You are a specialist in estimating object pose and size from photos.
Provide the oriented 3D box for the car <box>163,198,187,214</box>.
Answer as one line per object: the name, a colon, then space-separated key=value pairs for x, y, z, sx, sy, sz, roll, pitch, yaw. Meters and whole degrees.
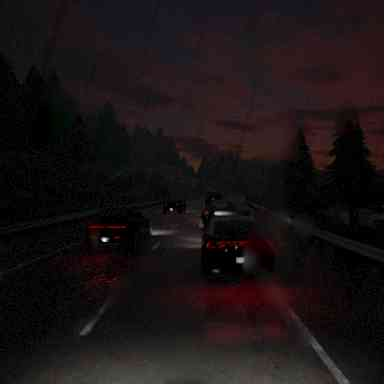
car: x=-1.666 y=1.330 z=32.971 sx=1.837 sy=1.490 sz=4.892 roll=0 pitch=0 yaw=6

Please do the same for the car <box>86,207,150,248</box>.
car: x=-3.015 y=1.429 z=14.317 sx=1.837 sy=1.490 sz=4.892 roll=0 pitch=0 yaw=2

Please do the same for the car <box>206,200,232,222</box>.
car: x=2.117 y=1.389 z=25.920 sx=1.812 sy=1.442 sz=4.674 roll=0 pitch=0 yaw=5

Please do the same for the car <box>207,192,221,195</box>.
car: x=3.033 y=0.981 z=45.231 sx=2.150 sy=2.045 sz=5.566 roll=0 pitch=0 yaw=7

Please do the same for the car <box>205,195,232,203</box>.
car: x=1.696 y=1.245 z=20.015 sx=2.097 sy=1.767 sz=4.553 roll=0 pitch=0 yaw=4

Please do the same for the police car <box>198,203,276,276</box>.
police car: x=1.232 y=1.370 z=10.351 sx=1.930 sy=1.638 sz=5.238 roll=0 pitch=0 yaw=2

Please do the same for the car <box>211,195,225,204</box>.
car: x=4.558 y=1.241 z=58.232 sx=2.033 sy=1.411 sz=5.357 roll=0 pitch=0 yaw=8
